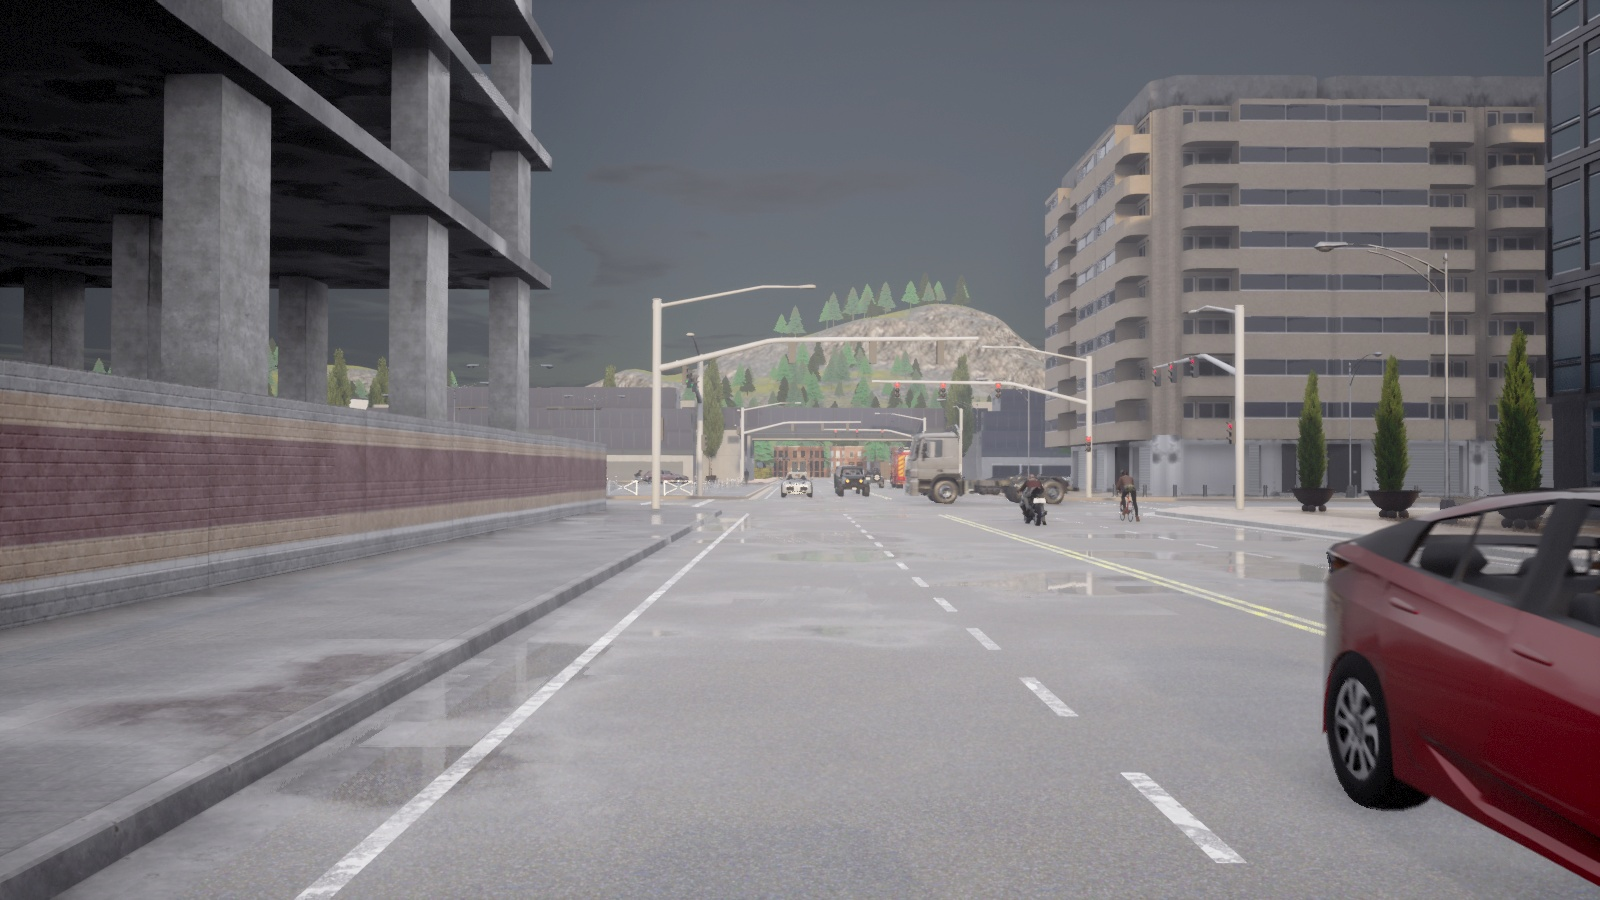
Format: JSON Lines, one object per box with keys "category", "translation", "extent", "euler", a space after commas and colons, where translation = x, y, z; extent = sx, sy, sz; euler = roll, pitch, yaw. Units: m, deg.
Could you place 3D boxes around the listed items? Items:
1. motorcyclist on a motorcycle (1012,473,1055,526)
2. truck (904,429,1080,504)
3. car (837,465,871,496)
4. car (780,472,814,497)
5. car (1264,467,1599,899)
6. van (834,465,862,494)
{"category": "motorcyclist on a motorcycle", "translation": [6.914, 1.446, 37.268], "extent": [0.866, 1.530, 2.191], "euler": [0, -1, 0]}
{"category": "truck", "translation": [9.050, 0.770, 59.844], "extent": [7.936, 3.462, 2.891], "euler": [0, -1, -1]}
{"category": "car", "translation": [3.317, 1.907, 78.188], "extent": [1.905, 1.878, 3.866], "euler": [0, -1, 0]}
{"category": "car", "translation": [-0.174, 2.047, 75.606], "extent": [1.970, 1.475, 3.806], "euler": [0, -1, 0]}
{"category": "car", "translation": [3.489, 0.822, 4.446], "extent": [2.007, 1.525, 4.514], "euler": [0, -1, 0]}
{"category": "van", "translation": [3.299, 2.002, 86.622], "extent": [1.775, 1.987, 4.442], "euler": [0, -1, 0]}
